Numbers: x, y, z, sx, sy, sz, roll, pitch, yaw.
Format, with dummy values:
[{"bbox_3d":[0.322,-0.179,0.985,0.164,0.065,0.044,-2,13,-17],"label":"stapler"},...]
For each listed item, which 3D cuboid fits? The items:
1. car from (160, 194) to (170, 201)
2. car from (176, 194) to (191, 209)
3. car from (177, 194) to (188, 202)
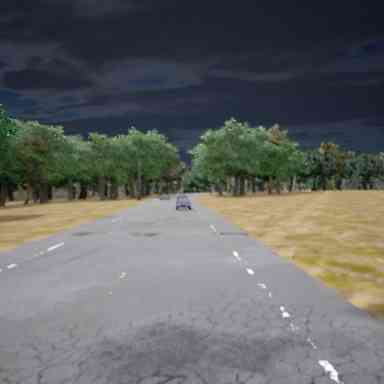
[{"bbox_3d":[-5.581,1.097,68.536,1.994,1.385,4.181,0,1,-2],"label":"car"},{"bbox_3d":[-1.060,1.366,40.865,2.033,1.411,5.357,0,0,-2],"label":"car"},{"bbox_3d":[-1.788,1.095,62.791,2.128,1.511,4.902,0,1,-2],"label":"car"}]
